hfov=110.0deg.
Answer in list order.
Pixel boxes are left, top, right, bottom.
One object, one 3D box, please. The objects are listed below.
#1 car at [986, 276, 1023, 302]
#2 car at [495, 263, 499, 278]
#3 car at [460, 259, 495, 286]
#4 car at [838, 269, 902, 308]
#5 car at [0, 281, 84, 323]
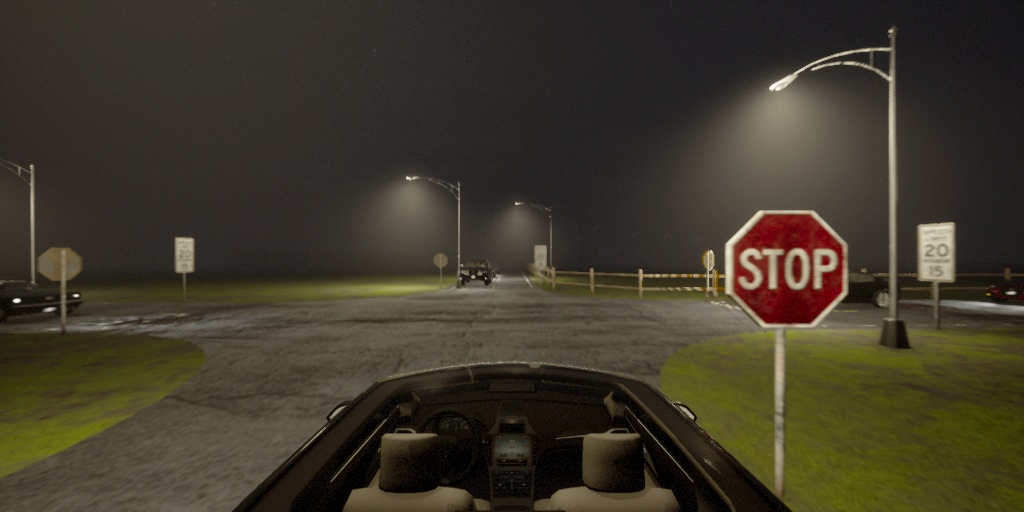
[{"bbox_3d":[23.224,1.383,15.317,4.181,1.385,1.994,0,0,-1],"label":"car"},{"bbox_3d":[-2.757,1.664,39.113,1.994,1.385,4.181,0,-1,0],"label":"car"},{"bbox_3d":[-2.805,1.228,28.906,2.150,2.045,5.566,0,-1,1],"label":"car"},{"bbox_3d":[13.235,1.312,15.085,5.008,1.535,1.882,0,0,0],"label":"car"},{"bbox_3d":[-17.745,1.502,12.273,4.718,1.301,1.895,0,0,5],"label":"car"}]
